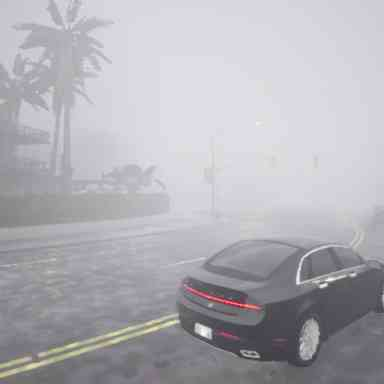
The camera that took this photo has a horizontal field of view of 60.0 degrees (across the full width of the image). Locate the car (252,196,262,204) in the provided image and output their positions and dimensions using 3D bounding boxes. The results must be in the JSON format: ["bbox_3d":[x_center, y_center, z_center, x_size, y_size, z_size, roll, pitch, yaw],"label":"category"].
[{"bbox_3d":[14.344,1.801,73.979,2.097,1.535,5.008,0,0,12],"label":"car"}]

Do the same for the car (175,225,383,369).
[{"bbox_3d":[1.929,1.530,5.890,4.892,1.490,1.837,0,0,-42],"label":"car"}]

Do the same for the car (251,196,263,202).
[{"bbox_3d":[17.837,1.875,90.821,2.231,1.521,4.892,0,0,22],"label":"car"}]

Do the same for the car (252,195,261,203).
[{"bbox_3d":[15.550,1.703,80.292,2.185,1.767,4.553,0,0,12],"label":"car"}]

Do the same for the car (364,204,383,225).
[{"bbox_3d":[12.669,1.574,21.938,1.837,1.490,4.892,0,0,22],"label":"car"}]
